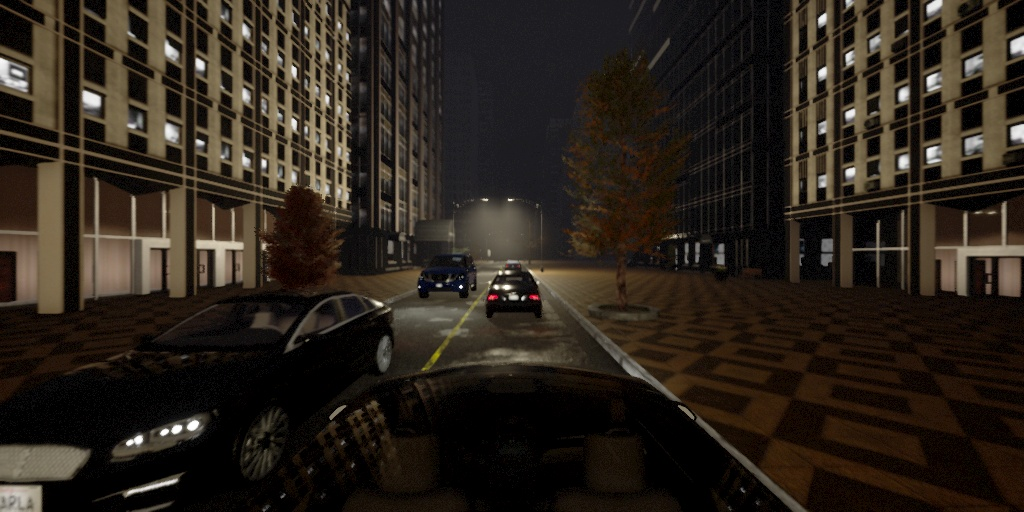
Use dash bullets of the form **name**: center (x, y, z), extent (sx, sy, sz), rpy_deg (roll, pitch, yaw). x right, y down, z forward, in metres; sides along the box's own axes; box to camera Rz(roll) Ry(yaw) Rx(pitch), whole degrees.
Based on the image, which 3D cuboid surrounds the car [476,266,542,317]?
- **car**: center (0.063, 1.249, 12.975), extent (2.033, 1.411, 5.357), rpy_deg (0, 0, 0)

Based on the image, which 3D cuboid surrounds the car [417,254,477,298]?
- **car**: center (-3.045, 0.903, 18.092), extent (2.150, 2.045, 5.566), rpy_deg (0, 0, 2)

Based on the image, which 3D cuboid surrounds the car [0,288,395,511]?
- **car**: center (-3.052, 1.230, 4.661), extent (2.128, 1.511, 4.902), rpy_deg (0, 0, 1)

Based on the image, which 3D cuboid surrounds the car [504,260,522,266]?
- **car**: center (0.105, 1.128, 40.713), extent (2.033, 1.411, 5.357), rpy_deg (0, 0, 0)
